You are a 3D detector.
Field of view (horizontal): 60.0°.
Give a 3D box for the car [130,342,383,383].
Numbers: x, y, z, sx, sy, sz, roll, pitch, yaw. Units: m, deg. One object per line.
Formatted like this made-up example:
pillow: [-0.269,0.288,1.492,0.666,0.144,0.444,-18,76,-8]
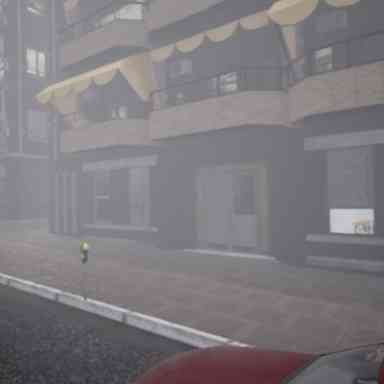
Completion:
car: [1.325,1.582,1.755,4.206,1.307,1.802,0,-1,36]
